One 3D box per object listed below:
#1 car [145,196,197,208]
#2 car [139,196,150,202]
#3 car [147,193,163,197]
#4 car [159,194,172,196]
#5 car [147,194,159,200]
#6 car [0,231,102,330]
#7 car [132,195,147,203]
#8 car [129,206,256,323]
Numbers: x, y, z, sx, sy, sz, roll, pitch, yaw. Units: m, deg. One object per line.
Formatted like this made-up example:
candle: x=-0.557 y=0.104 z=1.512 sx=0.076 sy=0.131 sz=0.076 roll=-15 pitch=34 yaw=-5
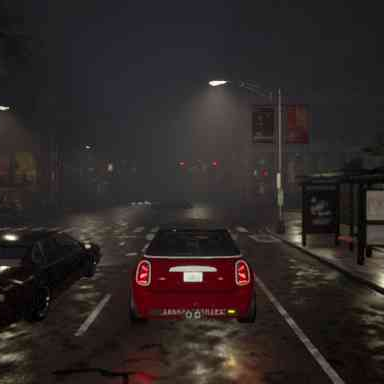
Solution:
car: x=-2.455 y=1.544 z=40.139 sx=5.357 sy=1.411 sz=2.033 roll=0 pitch=0 yaw=-32
car: x=-11.369 y=1.588 z=79.829 sx=1.895 sy=1.301 sz=4.718 roll=0 pitch=0 yaw=-1
car: x=-7.761 y=1.472 z=69.961 sx=1.882 sy=1.535 sz=5.008 roll=0 pitch=0 yaw=-1
car: x=-4.320 y=1.542 z=60.448 sx=2.033 sy=1.411 sz=5.357 roll=0 pitch=0 yaw=3
car: x=-10.634 y=1.347 z=90.128 sx=2.097 sy=1.767 sz=4.553 roll=0 pitch=0 yaw=9
car: x=-3.494 y=1.547 z=7.141 sx=2.033 sy=1.411 sz=5.357 roll=0 pitch=0 yaw=0
car: x=-11.258 y=1.349 z=69.655 sx=2.097 sy=1.767 sz=4.553 roll=0 pitch=0 yaw=-1
car: x=0.006 y=1.351 z=7.348 sx=2.097 sy=1.767 sz=4.553 roll=0 pitch=0 yaw=0
